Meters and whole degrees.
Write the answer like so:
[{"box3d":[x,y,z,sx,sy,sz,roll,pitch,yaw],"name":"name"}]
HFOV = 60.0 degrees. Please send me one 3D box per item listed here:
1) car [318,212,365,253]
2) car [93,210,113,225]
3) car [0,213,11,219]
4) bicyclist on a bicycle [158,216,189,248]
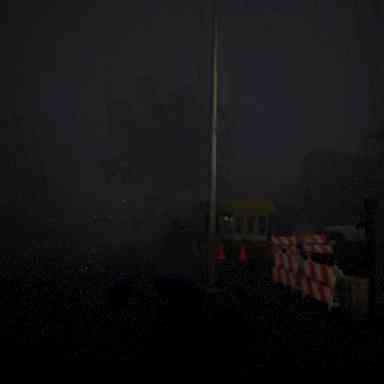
[{"box3d":[7.656,1.764,14.803,3.866,1.878,1.905,0,-3,22],"name":"car"},{"box3d":[-10.367,2.822,38.832,2.097,1.767,4.553,2,-2,-12],"name":"car"},{"box3d":[-23.141,2.507,36.725,5.357,1.415,2.033,1,-2,-10],"name":"car"},{"box3d":[-0.940,2.072,17.156,1.656,1.620,0.582,1,-2,-13],"name":"bicyclist on a bicycle"}]
